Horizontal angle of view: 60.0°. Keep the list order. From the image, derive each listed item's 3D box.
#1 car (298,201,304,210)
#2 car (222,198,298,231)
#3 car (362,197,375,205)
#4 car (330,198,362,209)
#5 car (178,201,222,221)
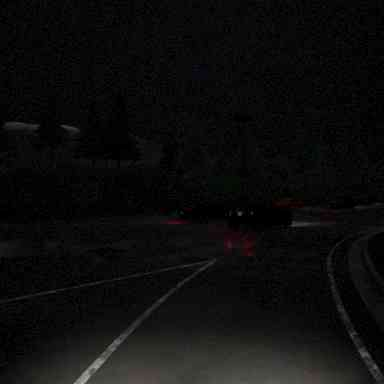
[{"bbox_3d":[12.169,1.474,41.919,5.008,1.535,1.882,0,0,-41],"label":"car"},{"bbox_3d":[4.401,1.350,21.037,4.553,1.767,2.097,0,0,-41],"label":"car"},{"bbox_3d":[30.068,1.596,57.741,4.718,1.301,1.895,0,0,-41],"label":"car"},{"bbox_3d":[20.249,1.489,44.390,4.902,1.511,2.128,0,0,-41],"label":"car"},{"bbox_3d":[1.091,1.476,27.454,5.008,1.535,1.882,0,0,-41],"label":"car"}]
